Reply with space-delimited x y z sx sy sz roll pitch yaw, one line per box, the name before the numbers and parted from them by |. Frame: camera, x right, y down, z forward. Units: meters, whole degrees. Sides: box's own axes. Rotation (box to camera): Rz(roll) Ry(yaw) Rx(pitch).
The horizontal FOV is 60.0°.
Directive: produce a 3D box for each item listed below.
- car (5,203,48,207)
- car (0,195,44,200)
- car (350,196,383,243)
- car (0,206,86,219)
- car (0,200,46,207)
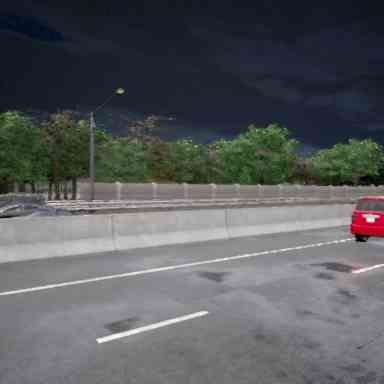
car | -8.353 1.565 19.529 4.181 1.385 1.994 0 0 -36
car | -13.562 1.226 24.411 5.566 2.045 2.150 0 0 -35
car | 9.297 1.207 14.830 5.566 2.045 2.150 0 0 -36
car | -6.918 1.548 16.254 5.357 1.411 2.033 0 0 -36
car | -11.411 1.495 21.646 4.902 1.511 2.128 0 0 -35
